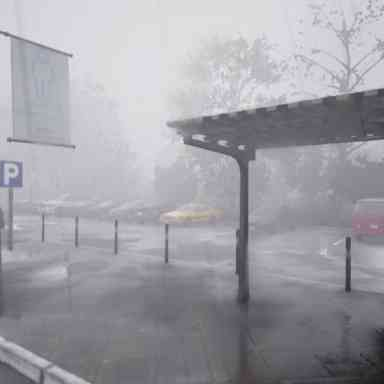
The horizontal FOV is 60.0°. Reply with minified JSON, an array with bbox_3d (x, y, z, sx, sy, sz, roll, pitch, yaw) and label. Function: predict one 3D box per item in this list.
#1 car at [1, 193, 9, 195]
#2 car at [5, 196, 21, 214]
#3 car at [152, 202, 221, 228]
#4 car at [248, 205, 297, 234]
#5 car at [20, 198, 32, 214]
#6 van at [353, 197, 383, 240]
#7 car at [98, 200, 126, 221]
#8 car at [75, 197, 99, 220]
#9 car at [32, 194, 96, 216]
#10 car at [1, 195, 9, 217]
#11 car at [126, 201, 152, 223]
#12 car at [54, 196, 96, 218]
[{"bbox_3d":[-24.763,1.091,40.368,2.435,2.045,5.566,1,0,36],"label":"car"},{"bbox_3d":[-15.712,1.409,33.933,2.097,1.535,5.008,0,0,36],"label":"car"},{"bbox_3d":[-0.005,1.457,22.495,1.946,1.575,5.366,0,0,36],"label":"car"},{"bbox_3d":[4.604,1.503,19.396,2.163,1.488,4.792,0,0,36],"label":"car"},{"bbox_3d":[-13.452,1.419,32.318,2.231,1.521,4.892,0,0,36],"label":"car"},{"bbox_3d":[9.206,1.261,16.288,1.878,1.987,4.442,0,0,36],"label":"van"},{"bbox_3d":[-4.410,1.447,25.877,2.231,1.521,4.892,0,0,36],"label":"car"},{"bbox_3d":[-6.670,1.439,27.489,2.097,1.535,5.008,0,0,36],"label":"car"},{"bbox_3d":[-11.207,1.174,30.687,2.435,2.045,5.566,0,0,36],"label":"car"},{"bbox_3d":[-17.862,1.394,35.702,1.946,1.575,5.366,0,0,36],"label":"car"},{"bbox_3d":[-2.139,1.482,24.282,2.163,1.488,4.792,0,0,36],"label":"car"},{"bbox_3d":[-8.929,1.432,29.102,2.097,1.535,5.008,0,0,36],"label":"car"}]
